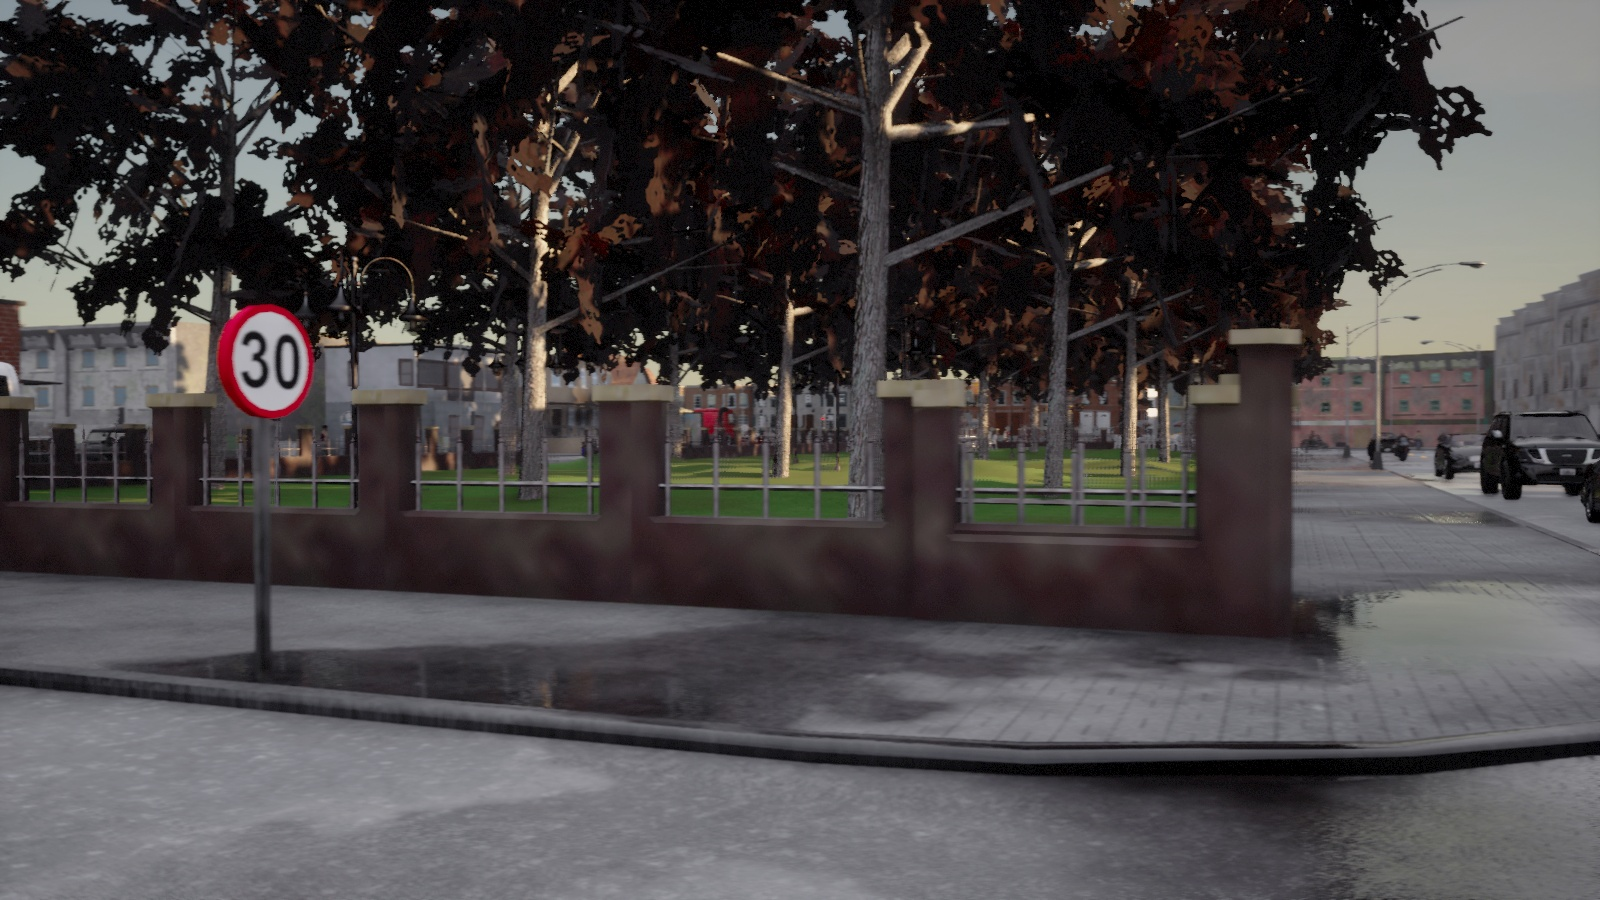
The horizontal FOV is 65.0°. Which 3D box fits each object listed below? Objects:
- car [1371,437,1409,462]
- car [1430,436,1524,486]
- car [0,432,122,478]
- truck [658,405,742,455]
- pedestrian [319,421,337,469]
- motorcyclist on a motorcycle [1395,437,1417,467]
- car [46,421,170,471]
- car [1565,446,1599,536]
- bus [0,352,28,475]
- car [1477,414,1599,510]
[{"bbox_3d":[36.123,-0.049,77.001,1.816,1.474,4.193,1,1,21],"label":"car"},{"bbox_3d":[22.188,0.318,41.346,2.128,1.511,4.902,1,1,21],"label":"car"},{"bbox_3d":[-25.825,0.131,42.750,1.837,1.490,4.892,1,1,19],"label":"car"},{"bbox_3d":[-7.126,-1.426,90.679,2.891,3.462,7.936,1,1,21],"label":"truck"},{"bbox_3d":[-18.091,-0.203,48.152,0.345,1.836,0.594,1,1,24],"label":"pedestrian"},{"bbox_3d":[31.693,0.107,65.653,0.866,1.530,2.191,1,1,21],"label":"motorcyclist on a motorcycle"},{"bbox_3d":[-27.155,-0.174,49.371,1.905,1.878,3.866,1,1,27],"label":"car"},{"bbox_3d":[13.739,0.667,19.761,2.033,1.411,5.357,1,1,22],"label":"car"},{"bbox_3d":[-31.099,-1.243,40.512,3.944,4.253,10.273,1,1,21],"label":"bus"},{"bbox_3d":[17.631,0.220,29.717,2.150,2.045,5.566,1,1,21],"label":"car"}]
